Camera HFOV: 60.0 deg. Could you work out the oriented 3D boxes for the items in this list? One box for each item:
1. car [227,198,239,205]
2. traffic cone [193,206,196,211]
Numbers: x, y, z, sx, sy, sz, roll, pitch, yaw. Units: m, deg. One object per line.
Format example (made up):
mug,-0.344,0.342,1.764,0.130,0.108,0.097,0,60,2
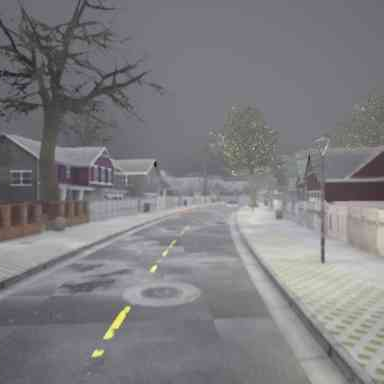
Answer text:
car,8.536,1.949,69.245,1.994,1.385,4.181,0,-1,17
traffic cone,0.306,2.165,43.955,0.340,0.580,0.340,0,0,11
